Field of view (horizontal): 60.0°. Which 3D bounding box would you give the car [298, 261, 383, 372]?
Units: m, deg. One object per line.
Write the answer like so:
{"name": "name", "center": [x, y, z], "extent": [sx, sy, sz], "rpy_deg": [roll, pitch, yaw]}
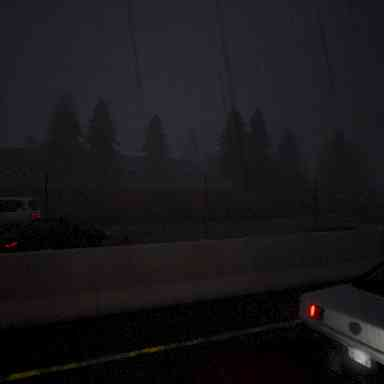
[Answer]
{"name": "car", "center": [3.953, 1.605, 4.730], "extent": [4.718, 1.301, 1.895], "rpy_deg": [0, 0, -24]}

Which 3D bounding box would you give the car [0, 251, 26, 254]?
{"name": "car", "center": [-6.790, 1.509, 7.887], "extent": [4.892, 1.490, 1.837], "rpy_deg": [0, 0, -24]}

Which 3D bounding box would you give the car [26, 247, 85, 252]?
{"name": "car", "center": [-5.726, 1.610, 12.140], "extent": [4.718, 1.301, 1.895], "rpy_deg": [0, 0, -23]}
